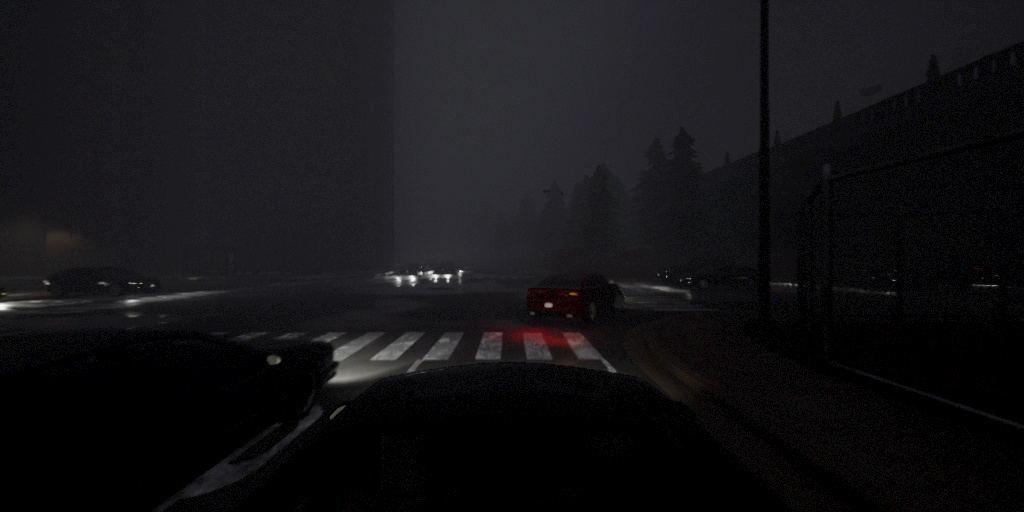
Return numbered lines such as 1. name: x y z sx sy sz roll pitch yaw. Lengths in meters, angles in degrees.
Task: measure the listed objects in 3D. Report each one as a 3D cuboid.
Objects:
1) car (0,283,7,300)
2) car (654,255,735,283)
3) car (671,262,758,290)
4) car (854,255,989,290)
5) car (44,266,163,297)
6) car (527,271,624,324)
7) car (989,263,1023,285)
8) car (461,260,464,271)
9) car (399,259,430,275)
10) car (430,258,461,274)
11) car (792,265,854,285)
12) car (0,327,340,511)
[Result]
1. car: -24.249 1.342 15.008 4.181 1.385 1.994 0 0 0
2. car: 13.208 0.979 25.655 5.566 2.045 2.150 0 0 0
3. car: 12.838 1.269 22.155 4.892 1.490 1.837 0 0 0
4. car: 25.094 0.986 22.138 5.566 2.045 2.150 0 0 0
5. car: -20.958 1.275 18.503 4.892 1.490 1.837 0 0 0
6. car: 2.327 1.250 12.380 1.882 1.535 5.008 -2 -1 31
7. car: 36.007 1.258 25.596 4.892 1.490 1.837 -1 0 0
8. car: -7.356 1.182 47.630 1.812 1.442 4.674 0 0 -3
9. car: -10.609 1.276 38.514 1.895 1.301 4.718 0 0 0
10. car: -7.123 1.238 38.888 1.994 1.385 4.181 0 0 0
11. car: 22.593 1.321 25.627 4.181 1.385 1.994 0 0 1
12. car: -3.412 1.295 2.721 2.033 1.411 5.357 0 0 0
